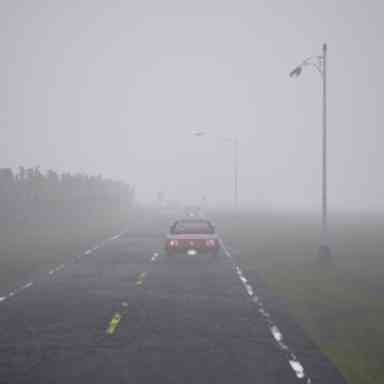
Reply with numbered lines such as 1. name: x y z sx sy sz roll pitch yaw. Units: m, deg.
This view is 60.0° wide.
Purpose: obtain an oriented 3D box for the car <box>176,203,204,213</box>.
1. car: 0.015 1.836 27.554 2.033 1.411 5.357 0 -1 0

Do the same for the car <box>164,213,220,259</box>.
1. car: 0.019 1.741 13.268 1.895 1.301 4.718 0 -1 0

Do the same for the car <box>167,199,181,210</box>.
1. car: -2.759 1.885 51.666 2.097 1.767 4.553 0 0 0
